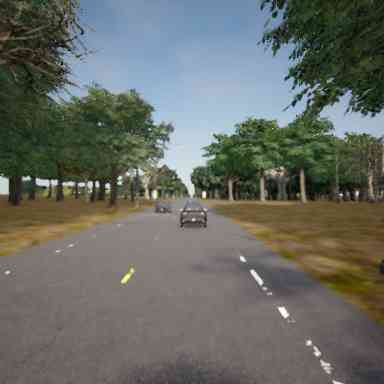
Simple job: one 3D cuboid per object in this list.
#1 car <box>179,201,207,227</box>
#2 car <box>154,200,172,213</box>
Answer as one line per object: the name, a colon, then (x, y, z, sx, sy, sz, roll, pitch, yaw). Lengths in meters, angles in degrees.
car: (0.100, 1.639, 24.187, 2.128, 1.511, 4.902, 0, 0, 0)
car: (-3.501, 1.793, 40.991, 1.837, 1.490, 4.892, 0, -1, 0)
